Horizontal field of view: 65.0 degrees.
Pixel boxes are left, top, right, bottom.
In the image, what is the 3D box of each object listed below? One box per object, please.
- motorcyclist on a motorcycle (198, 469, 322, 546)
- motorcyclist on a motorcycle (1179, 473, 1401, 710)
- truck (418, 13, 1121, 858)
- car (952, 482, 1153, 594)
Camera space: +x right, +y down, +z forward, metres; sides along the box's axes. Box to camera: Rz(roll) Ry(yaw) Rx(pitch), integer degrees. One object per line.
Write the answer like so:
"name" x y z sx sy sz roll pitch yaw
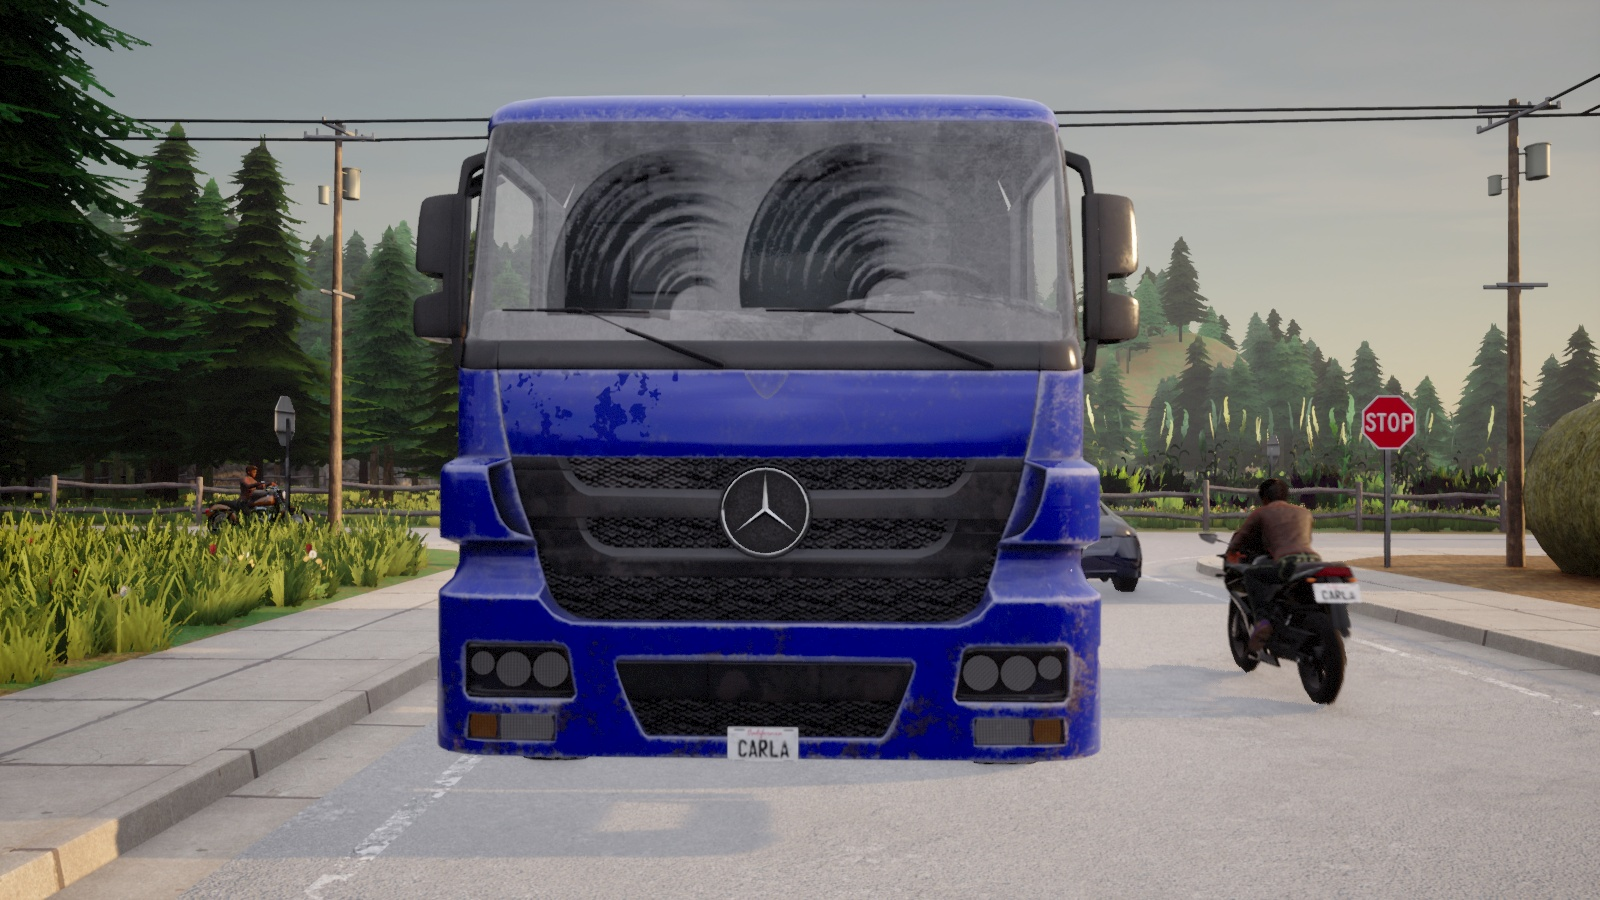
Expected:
"motorcyclist on a motorcycle" -11.643 1.231 27.127 2.350 1.649 0.766 0 -1 3
"motorcyclist on a motorcycle" 3.478 0.936 9.147 0.797 1.523 2.044 0 -1 0
"truck" -0.040 -0.017 9.146 2.891 3.462 7.936 0 -1 2
"car" 3.461 1.166 18.014 1.994 1.385 4.181 0 -1 -1
